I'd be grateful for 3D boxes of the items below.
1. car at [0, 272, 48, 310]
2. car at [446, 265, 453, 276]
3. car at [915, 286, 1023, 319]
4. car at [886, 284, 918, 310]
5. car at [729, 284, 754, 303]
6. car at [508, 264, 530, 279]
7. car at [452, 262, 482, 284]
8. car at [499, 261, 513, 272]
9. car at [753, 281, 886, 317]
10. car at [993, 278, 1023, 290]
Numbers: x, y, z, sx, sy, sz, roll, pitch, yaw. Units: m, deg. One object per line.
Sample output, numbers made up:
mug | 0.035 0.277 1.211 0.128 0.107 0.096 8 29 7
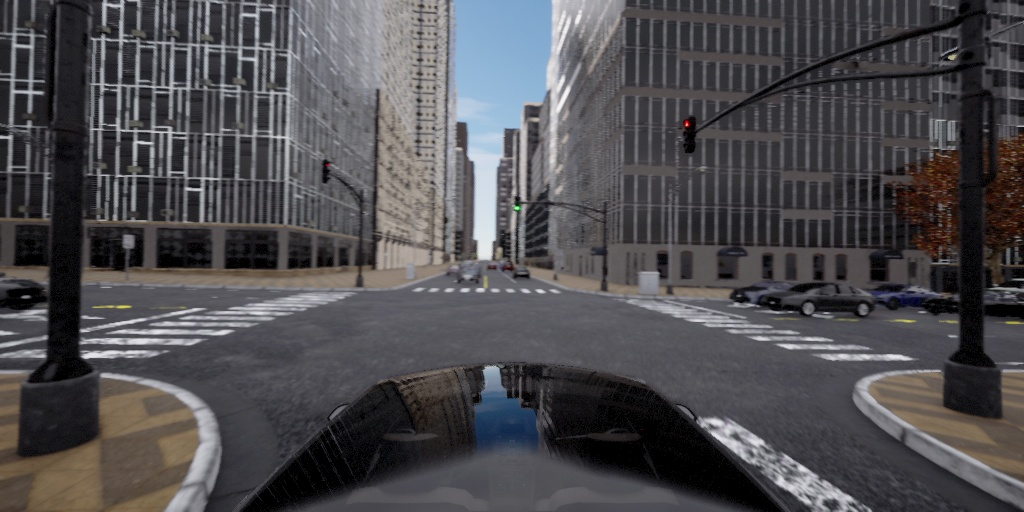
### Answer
car | -16.266 0.829 9.958 4.892 1.490 1.837 2 -1 -7
car | -7.349 1.810 45.487 1.802 1.307 4.207 0 0 -4
car | 23.770 2.454 18.188 4.718 1.301 1.895 2 -1 -7
car | 23.069 2.400 21.375 4.674 1.442 1.812 2 -1 -7
car | 14.721 2.132 20.384 4.181 1.385 1.994 2 -1 -7
car | 0.979 1.872 40.581 1.948 1.339 4.313 0 0 -4
car | -3.798 1.597 31.587 2.128 1.511 4.902 1 -1 -4
car | -0.760 1.874 62.621 2.192 1.841 5.009 0 0 -4
car | 14.587 2.021 17.107 4.892 1.490 1.837 2 -1 -8
car | 32.641 2.447 22.513 5.566 2.045 2.150 2 -1 -7
